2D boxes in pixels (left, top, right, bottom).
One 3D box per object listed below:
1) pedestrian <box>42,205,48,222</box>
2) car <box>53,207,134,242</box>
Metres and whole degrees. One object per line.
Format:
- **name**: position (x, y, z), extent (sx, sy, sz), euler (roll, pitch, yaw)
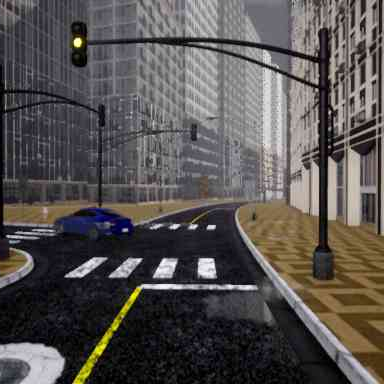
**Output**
- **pedestrian**: position (-9.298, 1.328, 21.052), extent (0.500, 1.100, 0.500), euler (0, 0, 17)
- **car**: position (-4.821, 1.474, 16.230), extent (4.674, 1.442, 1.812), euler (2, 0, 37)
